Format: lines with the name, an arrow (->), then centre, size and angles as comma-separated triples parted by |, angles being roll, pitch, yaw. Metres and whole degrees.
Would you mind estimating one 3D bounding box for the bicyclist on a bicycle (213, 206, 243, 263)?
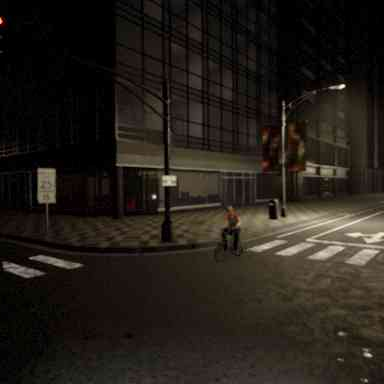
bicyclist on a bicycle -> 1.103, 1.221, 9.903 | 0.866, 1.612, 1.509 | 0, 2, 39
